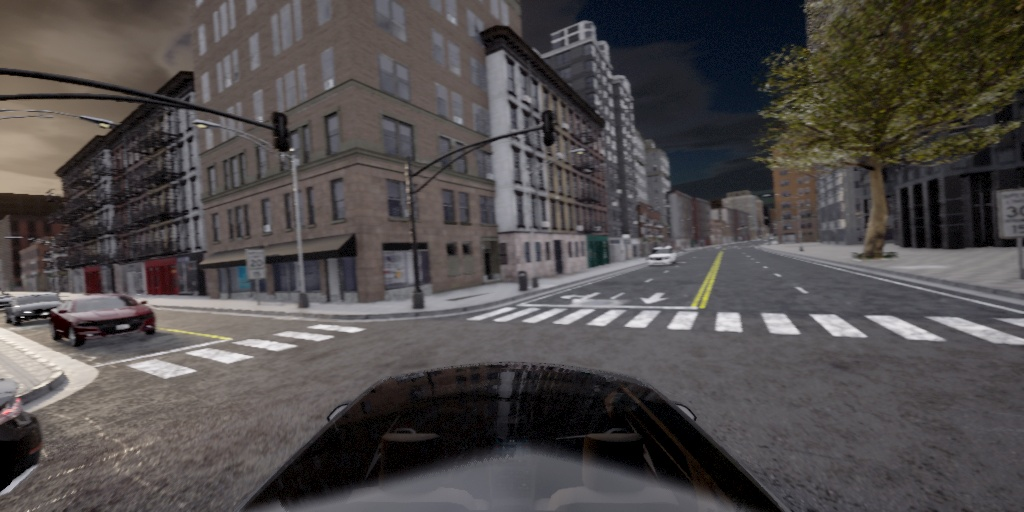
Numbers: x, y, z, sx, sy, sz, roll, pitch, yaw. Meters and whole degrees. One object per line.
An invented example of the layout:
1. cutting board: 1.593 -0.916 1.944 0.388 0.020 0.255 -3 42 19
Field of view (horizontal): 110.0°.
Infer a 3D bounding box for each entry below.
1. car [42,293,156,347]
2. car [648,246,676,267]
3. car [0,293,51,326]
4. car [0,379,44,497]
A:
1. car: -14.596 2.118 12.755 5.008 1.535 1.882 -3 1 31
2. car: 15.801 0.072 37.628 2.150 2.045 5.566 -4 1 31
3. car: -26.162 2.840 19.754 4.892 1.490 1.837 -3 1 31
4. car: -5.812 1.641 1.353 2.128 1.511 4.902 -4 0 31
